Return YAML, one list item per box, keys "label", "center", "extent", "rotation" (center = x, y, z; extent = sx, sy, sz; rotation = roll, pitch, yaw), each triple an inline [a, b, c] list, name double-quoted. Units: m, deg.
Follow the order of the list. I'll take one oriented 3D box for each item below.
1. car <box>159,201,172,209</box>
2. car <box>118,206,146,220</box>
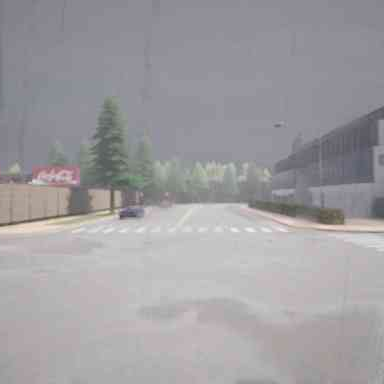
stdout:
- label: "car"
  center: [-4.871, 2.305, 60.653]
  extent: [1.812, 1.442, 4.674]
  rotation: [-1, -1, 5]
- label: "car"
  center: [-5.969, 2.048, 33.412]
  extent: [1.895, 1.301, 4.718]
  rotation: [0, -1, 2]
